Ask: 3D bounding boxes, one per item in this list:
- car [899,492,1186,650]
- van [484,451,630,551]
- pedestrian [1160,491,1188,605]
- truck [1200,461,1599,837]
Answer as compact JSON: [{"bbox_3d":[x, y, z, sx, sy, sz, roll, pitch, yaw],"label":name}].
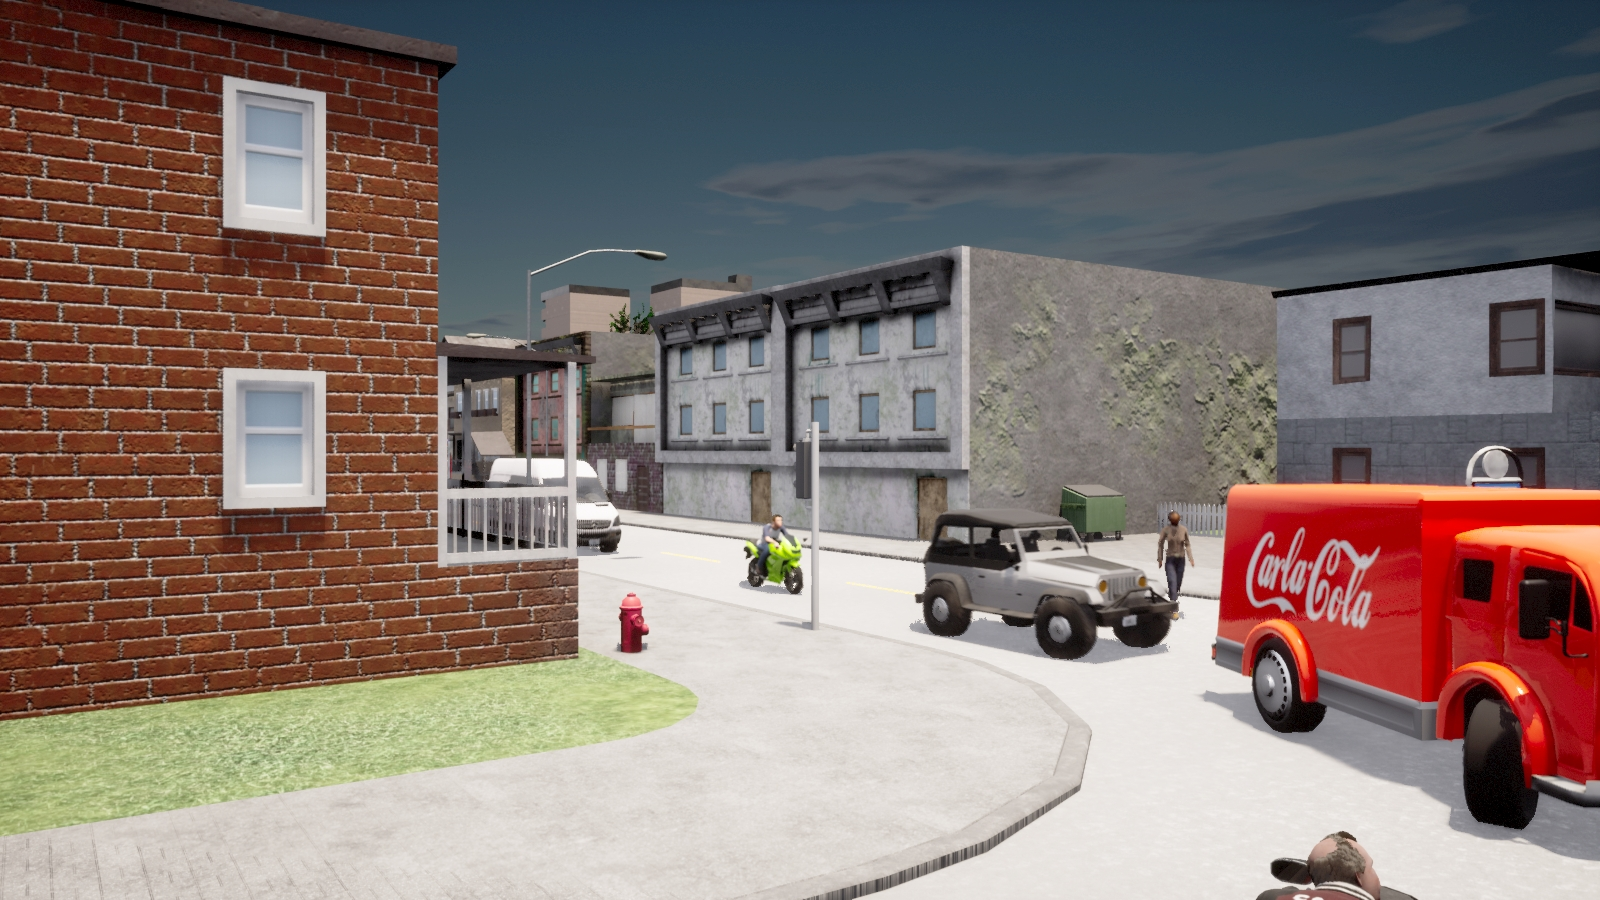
[{"bbox_3d":[3.444,1.637,16.824,1.905,1.878,3.866,0,0,-36],"label":"car"},{"bbox_3d":[-7.004,1.314,32.358,1.988,2.561,5.915,0,0,-34],"label":"van"},{"bbox_3d":[6.230,1.628,19.055,0.375,1.860,0.375,0,0,7],"label":"pedestrian"},{"bbox_3d":[6.072,1.350,10.336,2.627,2.467,5.204,0,0,-6],"label":"truck"}]
